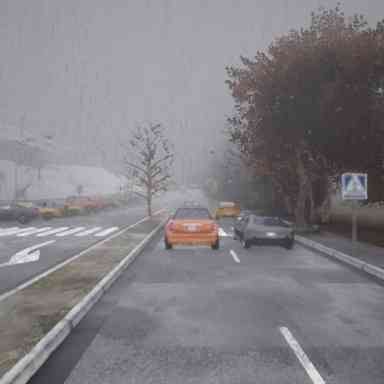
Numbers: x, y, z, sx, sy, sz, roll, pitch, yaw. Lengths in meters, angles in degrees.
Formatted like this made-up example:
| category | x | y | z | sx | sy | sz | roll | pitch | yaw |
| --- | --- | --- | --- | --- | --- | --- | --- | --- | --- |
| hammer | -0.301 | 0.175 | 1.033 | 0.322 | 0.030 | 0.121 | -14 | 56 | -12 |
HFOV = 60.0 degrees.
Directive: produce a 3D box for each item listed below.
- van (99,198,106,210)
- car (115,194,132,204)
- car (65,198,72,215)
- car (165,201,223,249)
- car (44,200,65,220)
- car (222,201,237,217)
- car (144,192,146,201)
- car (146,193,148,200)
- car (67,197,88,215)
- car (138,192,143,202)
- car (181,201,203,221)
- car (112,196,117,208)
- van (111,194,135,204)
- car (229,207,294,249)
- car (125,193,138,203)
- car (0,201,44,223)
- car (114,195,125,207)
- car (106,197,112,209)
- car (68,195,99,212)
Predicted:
| category | x | y | z | sx | sy | sz | roll | pitch | yaw |
| --- | --- | --- | --- | --- | --- | --- | --- | --- | --- |
| van | -13.771 | 1.436 | 42.693 | 4.442 | 1.987 | 1.878 | -1 | -1 | -20 |
| car | -13.861 | 1.682 | 60.550 | 4.674 | 1.452 | 2.002 | -1 | 1 | -20 |
| car | -13.909 | 1.620 | 30.693 | 4.792 | 1.488 | 2.163 | -1 | 0 | -20 |
| car | 0.000 | 1.383 | 14.623 | 2.097 | 1.767 | 4.553 | 0 | 0 | 0 |
| car | -13.712 | 1.564 | 27.788 | 5.366 | 1.575 | 1.946 | -1 | -1 | -20 |
| car | 3.000 | 1.576 | 29.656 | 1.882 | 1.535 | 5.008 | 0 | 0 | 0 |
| car | -13.826 | 1.385 | 78.460 | 4.553 | 1.767 | 2.185 | -1 | 1 | -20 |
| car | -13.847 | 1.528 | 81.433 | 4.674 | 1.452 | 2.002 | -1 | 1 | -20 |
| car | -13.708 | 1.606 | 33.755 | 5.366 | 1.575 | 1.946 | -1 | -1 | -20 |
| car | -13.838 | 1.328 | 69.516 | 5.566 | 2.045 | 2.435 | -1 | 0 | -20 |
| car | 0.000 | 1.607 | 29.656 | 1.837 | 1.490 | 4.892 | 0 | 0 | 0 |
| car | -13.898 | 1.706 | 48.596 | 4.792 | 1.488 | 2.163 | -1 | 0 | -20 |
| van | -13.756 | 1.375 | 66.563 | 4.442 | 1.987 | 1.878 | -1 | 0 | -20 |
| car | 3.000 | 1.589 | 14.652 | 1.994 | 1.385 | 4.181 | 0 | 0 | 0 |
| car | -13.892 | 1.374 | 63.520 | 5.566 | 2.045 | 2.435 | -1 | 1 | -20 |
| car | -13.882 | 1.591 | 24.740 | 4.674 | 1.452 | 2.002 | -1 | 0 | -20 |
| car | -13.698 | 1.668 | 51.666 | 5.366 | 1.575 | 1.946 | -1 | 0 | -20 |
| car | -13.869 | 1.710 | 45.624 | 4.674 | 1.452 | 2.002 | -1 | 0 | -20 |
| car | -13.850 | 1.523 | 39.665 | 4.553 | 1.767 | 2.185 | -1 | 0 | -20 |
